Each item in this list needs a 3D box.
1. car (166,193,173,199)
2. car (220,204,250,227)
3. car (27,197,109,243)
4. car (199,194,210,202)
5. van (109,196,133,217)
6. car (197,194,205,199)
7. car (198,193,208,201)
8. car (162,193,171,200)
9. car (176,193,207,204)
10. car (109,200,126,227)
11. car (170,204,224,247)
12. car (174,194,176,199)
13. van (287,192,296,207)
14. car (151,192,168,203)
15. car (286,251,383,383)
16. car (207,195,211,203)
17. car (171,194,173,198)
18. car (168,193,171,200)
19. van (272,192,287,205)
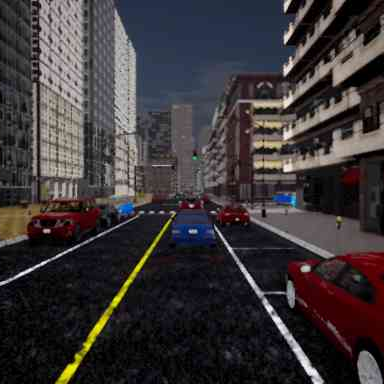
[{"bbox_3d":[-6.177,1.043,92.153,1.752,1.417,4.829,0,0,0],"label":"car"},{"bbox_3d":[2.575,1.416,21.289,1.887,1.381,4.507,0,0,0],"label":"car"},{"bbox_3d":[-5.777,1.219,15.722,2.192,1.841,5.009,0,0,0],"label":"car"},{"bbox_3d":[2.347,1.188,64.729,1.887,1.381,4.507,0,0,0],"label":"car"},{"bbox_3d":[-5.835,1.182,26.768,1.690,1.788,3.998,0,0,0],"label":"van"},{"bbox_3d":[2.231,1.106,86.839,1.947,1.339,4.313,0,0,0],"label":"car"},{"bbox_3d":[2.318,1.056,70.256,1.967,1.590,4.097,0,0,0],"label":"car"},{"bbox_3d":[-6.120,1.005,81.268,1.967,1.590,4.097,0,0,0],"label":"car"},{"bbox_3d":[-0.052,1.181,28.836,2.097,1.767,4.553,0,0,0],"label":"car"},{"bbox_3d":[-5.805,1.438,21.246,1.947,1.339,4.313,0,0,0],"label":"car"},{"bbox_3d":[0.026,1.459,14.468,2.033,1.411,5.357,0,0,0],"label":"car"},{"bbox_3d":[-3.429,1.085,82.207,1.812,1.442,4.674,0,0,0],"label":"car"},{"bbox_3d":[13.530,0.928,38.433,3.998,1.788,1.690,-1,1,-1],"label":"van"},{"bbox_3d":[-6.005,0.986,59.157,2.192,1.841,5.009,0,0,0],"label":"car"},{"bbox_3d":[2.663,1.515,4.722,1.887,1.381,4.507,0,0,0],"label":"car"},{"bbox_3d":[2.376,1.215,59.202,1.887,1.381,4.507,0,0,0],"label":"car"},{"bbox_3d":[-6.091,1.156,75.741,1.947,1.339,4.313,0,0,0],"label":"car"},{"bbox_3d":[-6.062,1.161,70.213,1.887,1.381,4.507,0,0,0],"label":"car"},{"bbox_3d":[13.464,0.842,46.813,3.998,1.788,1.690,-1,1,-1],"label":"van"}]
